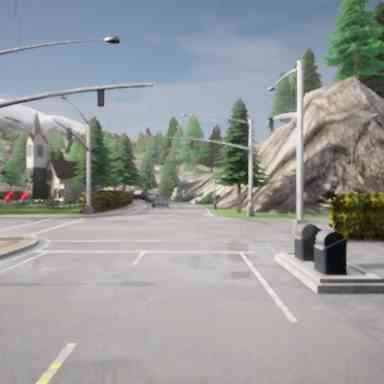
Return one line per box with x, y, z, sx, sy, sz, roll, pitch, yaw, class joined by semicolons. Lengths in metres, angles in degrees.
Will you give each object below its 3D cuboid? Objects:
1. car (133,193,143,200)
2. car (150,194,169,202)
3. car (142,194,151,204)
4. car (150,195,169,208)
-12.384;1.050;75.313;5.008;1.535;1.882;0;0;42;car
-6.513;1.208;66.762;2.033;1.411;5.357;0;0;-27;car
-6.938;1.229;58.342;1.812;1.442;4.674;0;0;-19;car
-3.939;1.348;42.304;1.994;1.385;4.181;0;0;-4;car
